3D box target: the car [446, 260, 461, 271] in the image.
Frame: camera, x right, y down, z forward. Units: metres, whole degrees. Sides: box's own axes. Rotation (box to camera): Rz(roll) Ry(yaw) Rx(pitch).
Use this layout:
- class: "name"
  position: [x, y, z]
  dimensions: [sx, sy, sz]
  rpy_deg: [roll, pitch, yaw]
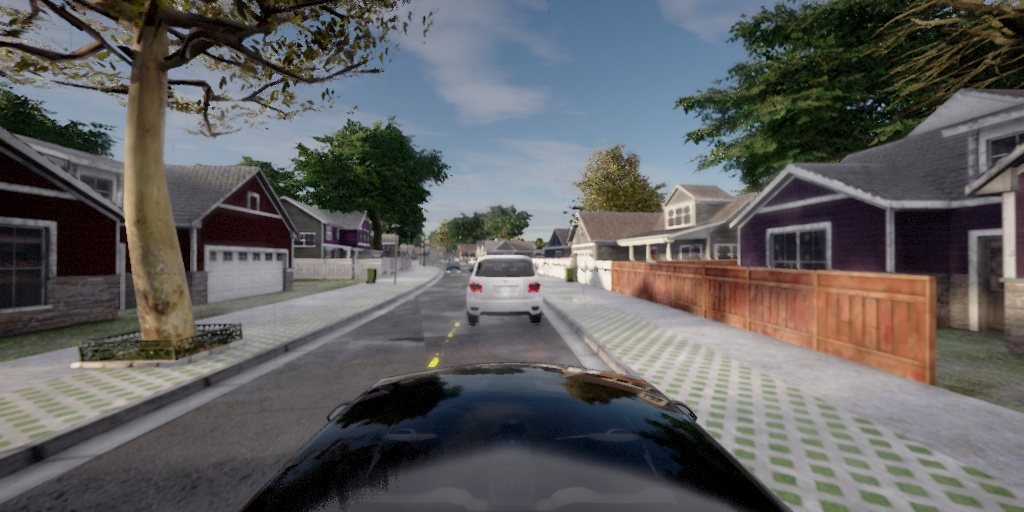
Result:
- class: "car"
  position: [-7.953, 1.305, 48.469]
  dimensions: [2.033, 1.411, 5.357]
  rpy_deg: [0, 0, -12]

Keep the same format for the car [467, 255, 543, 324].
- class: "car"
  position: [-0.282, 0.975, 12.072]
  dimensions: [2.150, 2.045, 5.566]
  rpy_deg: [0, 0, -2]
